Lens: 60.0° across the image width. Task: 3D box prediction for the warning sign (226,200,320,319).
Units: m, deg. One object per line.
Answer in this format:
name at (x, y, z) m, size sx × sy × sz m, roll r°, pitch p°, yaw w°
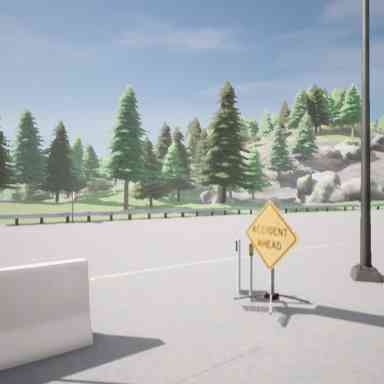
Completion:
warning sign at (1.461, 1.087, 6.128) m, size 1.060 × 1.860 × 1.300 m, roll 0°, pitch 0°, yaw -34°
